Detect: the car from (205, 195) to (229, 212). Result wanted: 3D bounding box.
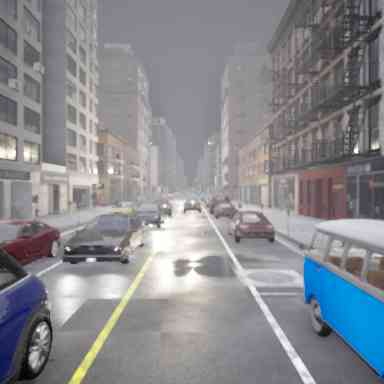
[{"bbox_3d":[2.671,1.161,32.448,2.192,1.841,5.009,0,0,0],"label":"car"}]

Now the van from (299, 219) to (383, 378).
[{"bbox_3d":[2.641,1.323,4.042,1.690,1.788,3.998,0,0,0],"label":"van"}]

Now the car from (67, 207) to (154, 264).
[{"bbox_3d":[-2.794,1.493,11.901,2.033,1.411,5.357,0,0,0],"label":"car"}]

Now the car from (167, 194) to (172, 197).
[{"bbox_3d":[-5.324,1.138,60.860,1.967,1.590,4.097,0,0,0],"label":"car"}]

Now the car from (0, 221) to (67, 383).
[{"bbox_3d":[-2.894,1.340,2.426,2.097,1.767,4.553,0,0,1],"label":"car"}]

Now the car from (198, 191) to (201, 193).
[{"bbox_3d":[2.719,1.133,78.069,1.752,1.417,4.829,0,0,0],"label":"car"}]

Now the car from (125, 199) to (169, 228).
[{"bbox_3d":[-2.747,1.427,21.365,1.812,1.442,4.674,0,0,0],"label":"car"}]

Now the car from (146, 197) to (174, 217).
[{"bbox_3d":[-2.755,1.423,29.894,1.994,1.385,4.181,0,0,1],"label":"car"}]

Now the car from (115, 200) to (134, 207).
[{"bbox_3d":[-5.360,1.401,26.600,1.752,1.417,4.829,0,0,0],"label":"car"}]

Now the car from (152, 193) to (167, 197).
[{"bbox_3d":[-5.336,1.072,49.496,2.192,1.841,5.009,0,0,0],"label":"car"}]

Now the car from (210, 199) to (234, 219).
[{"bbox_3d":[2.665,1.457,26.768,1.802,1.307,4.206,0,0,0],"label":"car"}]

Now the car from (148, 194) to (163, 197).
[{"bbox_3d":[-5.342,1.352,43.816,1.947,1.339,4.313,0,0,0],"label":"car"}]

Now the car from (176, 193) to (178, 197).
[{"bbox_3d":[-5.300,1.128,83.587,2.008,1.369,4.403,0,0,0],"label":"car"}]

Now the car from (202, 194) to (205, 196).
[{"bbox_3d":[2.683,1.227,43.811,1.967,1.590,4.097,0,0,0],"label":"car"}]

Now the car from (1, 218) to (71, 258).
[{"bbox_3d":[-5.378,1.500,9.725,1.887,1.381,4.507,0,0,0],"label":"car"}]

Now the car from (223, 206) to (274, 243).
[{"bbox_3d":[2.653,1.512,15.405,1.802,1.307,4.206,0,0,0],"label":"car"}]

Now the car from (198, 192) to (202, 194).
[{"bbox_3d":[2.707,1.234,66.537,1.947,1.339,4.313,0,0,0],"label":"car"}]

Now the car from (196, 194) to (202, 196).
[{"bbox_3d":[0.078,1.369,47.319,1.895,1.301,4.718,0,0,1],"label":"car"}]

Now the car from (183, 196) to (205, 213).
[{"bbox_3d":[0.037,1.386,33.955,2.033,1.411,5.357,0,0,0],"label":"car"}]

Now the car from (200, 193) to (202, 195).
[{"bbox_3d":[2.695,1.279,55.174,2.008,1.369,4.403,0,0,0],"label":"car"}]

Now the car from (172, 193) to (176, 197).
[{"bbox_3d":[-5.306,1.190,77.906,1.802,1.307,4.206,0,0,0],"label":"car"}]
